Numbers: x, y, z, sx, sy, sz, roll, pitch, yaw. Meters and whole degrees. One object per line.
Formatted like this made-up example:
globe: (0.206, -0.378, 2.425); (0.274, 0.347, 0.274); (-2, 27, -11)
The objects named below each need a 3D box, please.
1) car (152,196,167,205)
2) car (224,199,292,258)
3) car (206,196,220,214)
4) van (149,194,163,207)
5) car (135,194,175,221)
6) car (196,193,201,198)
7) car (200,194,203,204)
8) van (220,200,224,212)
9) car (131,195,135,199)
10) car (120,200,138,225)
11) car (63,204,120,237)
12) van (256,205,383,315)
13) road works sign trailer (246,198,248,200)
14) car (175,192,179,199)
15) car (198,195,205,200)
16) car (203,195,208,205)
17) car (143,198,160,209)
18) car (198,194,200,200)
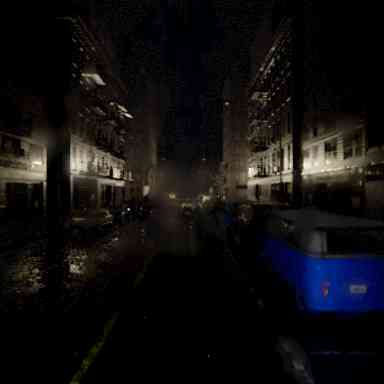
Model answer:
car: (-5.394, 1.459, 55.884); (2.008, 1.369, 4.403); (0, 0, 0)
car: (2.683, 1.294, 12.636); (2.192, 1.841, 5.009); (0, 0, 0)
car: (2.662, 1.468, 34.431); (1.752, 1.417, 4.829); (0, 0, 0)
van: (-5.395, 1.258, 50.478); (1.690, 1.788, 3.998); (0, 0, 0)
car: (-2.852, 1.179, 26.968); (2.150, 2.045, 5.566); (0, 0, 0)
car: (2.630, 1.406, 88.168); (2.008, 1.369, 4.403); (0, 0, 0)
car: (2.640, 1.433, 56.056); (1.752, 1.417, 4.829); (0, 0, 0)
van: (2.678, 1.311, 18.043); (1.690, 1.788, 3.998); (0, 0, 0)
car: (-5.398, 1.258, 34.259); (2.192, 1.841, 5.009); (0, 0, 0)
car: (-5.400, 1.512, 23.447); (2.008, 1.369, 4.403); (0, 0, 0)
car: (-5.401, 1.496, 17.871); (1.752, 1.417, 4.829); (0, 0, 0)
van: (2.689, 1.329, 7.230); (1.690, 1.788, 3.998); (0, 0, 0)
road works sign trailer: (13.390, 0.262, 73.076); (2.880, 3.560, 2.380); (0, 0, 0)
car: (-5.395, 1.372, 93.677); (1.752, 1.417, 4.829); (0, 0, 0)
car: (2.630, 1.428, 93.849); (1.802, 1.307, 4.206); (0, 0, 0)
car: (2.656, 1.374, 39.667); (1.967, 1.590, 4.097); (0, 0, 0)
car: (-5.396, 1.508, 45.072); (1.802, 1.307, 4.206); (0, 0, 0)
car: (2.635, 1.450, 61.292); (2.008, 1.369, 4.403); (0, 0, 0)
